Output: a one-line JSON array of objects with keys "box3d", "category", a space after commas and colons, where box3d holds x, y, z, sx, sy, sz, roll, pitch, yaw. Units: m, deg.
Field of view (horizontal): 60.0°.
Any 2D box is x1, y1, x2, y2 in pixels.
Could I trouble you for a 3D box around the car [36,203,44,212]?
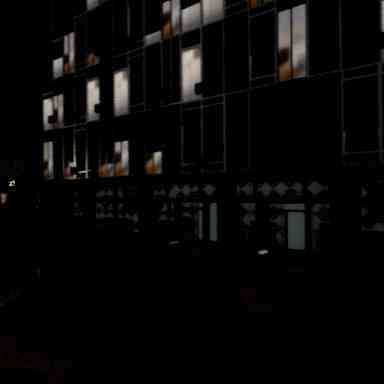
[{"box3d": [-17.375, 1.822, 41.860, 1.994, 1.385, 4.181, -1, -1, 43], "category": "car"}]
